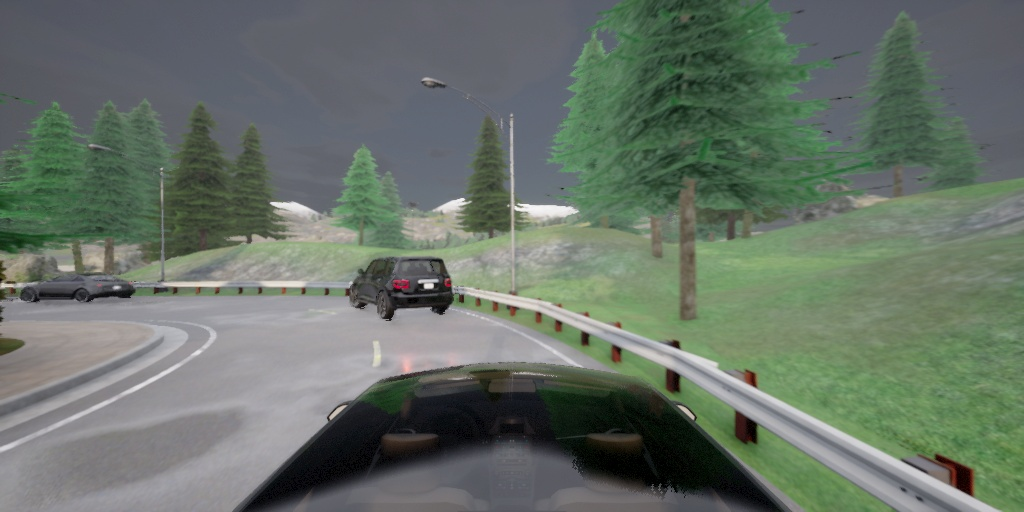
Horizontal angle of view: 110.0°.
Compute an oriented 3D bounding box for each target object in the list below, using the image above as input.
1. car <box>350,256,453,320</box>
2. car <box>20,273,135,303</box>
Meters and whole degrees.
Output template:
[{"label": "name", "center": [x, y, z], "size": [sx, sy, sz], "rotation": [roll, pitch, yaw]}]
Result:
[{"label": "car", "center": [-4.216, 1.028, 13.230], "size": [2.150, 2.045, 5.566], "rotation": [1, 0, -38]}, {"label": "car", "center": [-21.417, 1.536, 17.770], "size": [4.181, 1.385, 1.994], "rotation": [-1, 0, 4]}]
